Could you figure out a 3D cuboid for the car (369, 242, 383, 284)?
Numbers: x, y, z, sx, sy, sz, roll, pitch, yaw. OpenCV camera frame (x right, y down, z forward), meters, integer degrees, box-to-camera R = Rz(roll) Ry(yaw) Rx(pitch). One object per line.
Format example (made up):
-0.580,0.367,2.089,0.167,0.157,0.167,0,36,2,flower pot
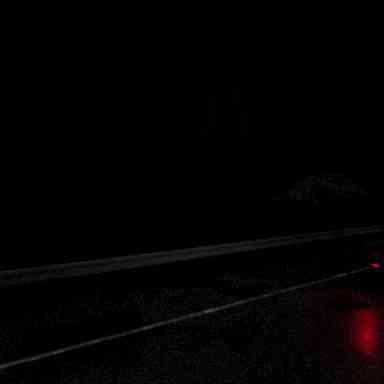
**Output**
6.129,1.500,8.172,4.674,1.442,1.812,0,0,-36,car
